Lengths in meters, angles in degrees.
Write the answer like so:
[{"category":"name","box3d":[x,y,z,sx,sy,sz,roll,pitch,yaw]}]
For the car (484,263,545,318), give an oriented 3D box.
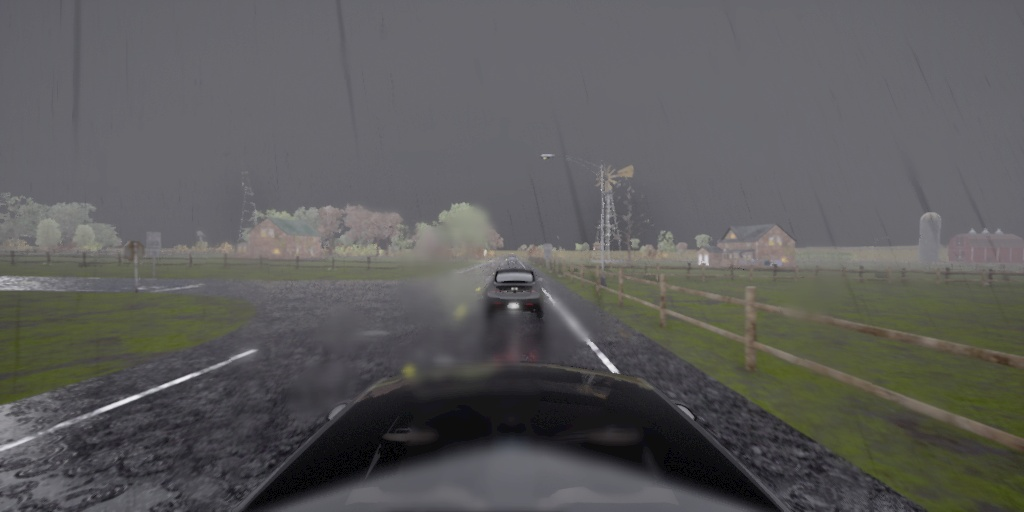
[{"category":"car","box3d":[0.087,1.168,12.571,1.837,1.490,4.892,0,0,0]}]
